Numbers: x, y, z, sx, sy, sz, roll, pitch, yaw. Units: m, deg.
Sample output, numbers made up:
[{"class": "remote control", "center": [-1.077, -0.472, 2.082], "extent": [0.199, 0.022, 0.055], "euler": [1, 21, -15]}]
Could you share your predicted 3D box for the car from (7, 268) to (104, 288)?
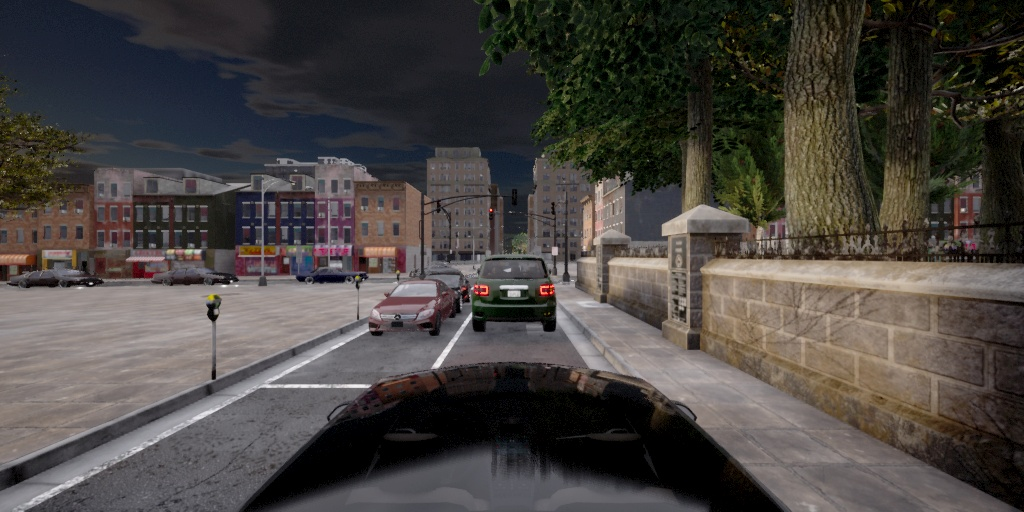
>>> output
[{"class": "car", "center": [-34.135, 1.720, 26.847], "extent": [5.357, 1.411, 2.033], "euler": [-1, 0, 1]}]

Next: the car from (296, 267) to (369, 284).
[{"class": "car", "center": [-13.357, 1.480, 26.900], "extent": [4.718, 1.301, 1.895], "euler": [-1, 0, 0]}]

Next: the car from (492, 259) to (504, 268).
[{"class": "car", "center": [-2.284, 1.217, 60.026], "extent": [1.882, 1.535, 5.008], "euler": [0, 0, 0]}]

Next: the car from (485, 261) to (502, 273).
[{"class": "car", "center": [-2.287, 1.343, 44.702], "extent": [1.895, 1.301, 4.718], "euler": [0, 0, 0]}]

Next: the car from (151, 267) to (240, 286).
[{"class": "car", "center": [-23.690, 1.556, 26.867], "extent": [5.357, 1.411, 2.033], "euler": [-1, 0, 0]}]

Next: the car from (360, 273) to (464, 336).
[{"class": "car", "center": [-2.637, 1.332, 10.336], "extent": [1.802, 1.307, 4.207], "euler": [0, 0, 0]}]

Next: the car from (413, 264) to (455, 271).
[{"class": "car", "center": [-6.492, 1.368, 30.563], "extent": [4.181, 1.385, 1.994], "euler": [-1, 1, -31]}]

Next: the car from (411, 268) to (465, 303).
[{"class": "car", "center": [-2.637, 1.316, 13.999], "extent": [1.948, 1.339, 4.313], "euler": [0, 0, 0]}]

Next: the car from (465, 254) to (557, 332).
[{"class": "car", "center": [0.076, 0.971, 11.015], "extent": [2.150, 2.045, 5.566], "euler": [0, 0, 1]}]
